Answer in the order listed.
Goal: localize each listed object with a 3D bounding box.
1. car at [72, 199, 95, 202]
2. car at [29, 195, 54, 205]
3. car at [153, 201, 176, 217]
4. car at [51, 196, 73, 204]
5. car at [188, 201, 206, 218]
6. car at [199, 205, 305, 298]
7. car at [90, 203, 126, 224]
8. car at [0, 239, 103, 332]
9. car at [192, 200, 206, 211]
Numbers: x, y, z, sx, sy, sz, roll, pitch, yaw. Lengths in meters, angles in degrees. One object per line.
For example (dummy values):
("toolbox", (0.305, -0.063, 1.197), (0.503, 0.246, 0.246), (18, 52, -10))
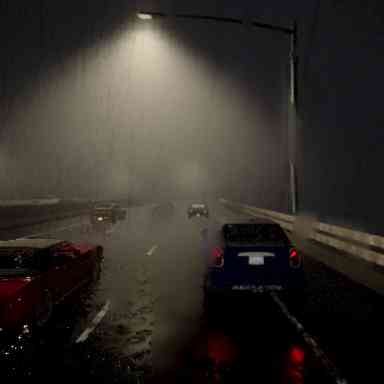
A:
("car", (-16.344, 1.850, 52.253), (2.033, 1.411, 5.357), (0, 0, 3))
("car", (-23.334, 1.526, 52.474), (2.150, 2.045, 5.566), (0, 0, 3))
("car", (-2.767, 1.678, 34.028), (2.128, 1.511, 4.902), (0, 0, 2))
("car", (-19.835, 1.809, 52.397), (1.837, 1.490, 4.892), (0, 0, 3))
("car", (0.615, 1.774, 31.744), (1.895, 1.301, 4.718), (0, 0, 2))
("car", (1.318, 1.397, 8.778), (2.097, 1.767, 4.553), (0, 0, 1))
("car", (-6.476, 1.645, 26.115), (1.837, 1.490, 4.892), (0, 0, 1))
("car", (-3.331, 1.636, 6.910), (1.895, 1.301, 4.718), (0, 0, 1))
("car", (1.031, 1.860, 45.944), (1.895, 1.301, 4.718), (0, 0, 2))
